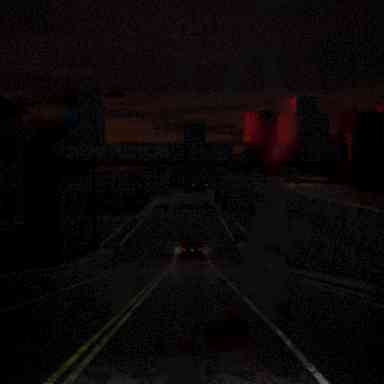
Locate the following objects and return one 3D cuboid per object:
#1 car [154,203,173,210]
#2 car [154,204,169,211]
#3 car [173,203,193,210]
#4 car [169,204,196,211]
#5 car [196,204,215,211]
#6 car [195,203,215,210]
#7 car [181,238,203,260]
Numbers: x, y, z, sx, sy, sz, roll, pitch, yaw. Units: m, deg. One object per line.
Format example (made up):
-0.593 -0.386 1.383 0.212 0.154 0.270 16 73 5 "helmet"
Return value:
-6.804 3.529 79.592 4.536 1.218 1.853 4 6 44 "car"
-6.766 3.689 79.568 4.974 1.542 2.038 4 6 44 "car"
-2.116 3.526 79.573 4.536 1.218 1.853 -3 5 -36 "car"
-2.158 3.686 79.553 4.974 1.542 2.038 -3 5 -36 "car"
3.213 3.627 80.311 4.974 1.542 2.038 2 5 29 "car"
3.168 3.468 80.325 4.536 1.218 1.853 2 5 29 "car"
0.026 5.962 35.523 2.150 2.045 5.566 0 -3 0 "car"
